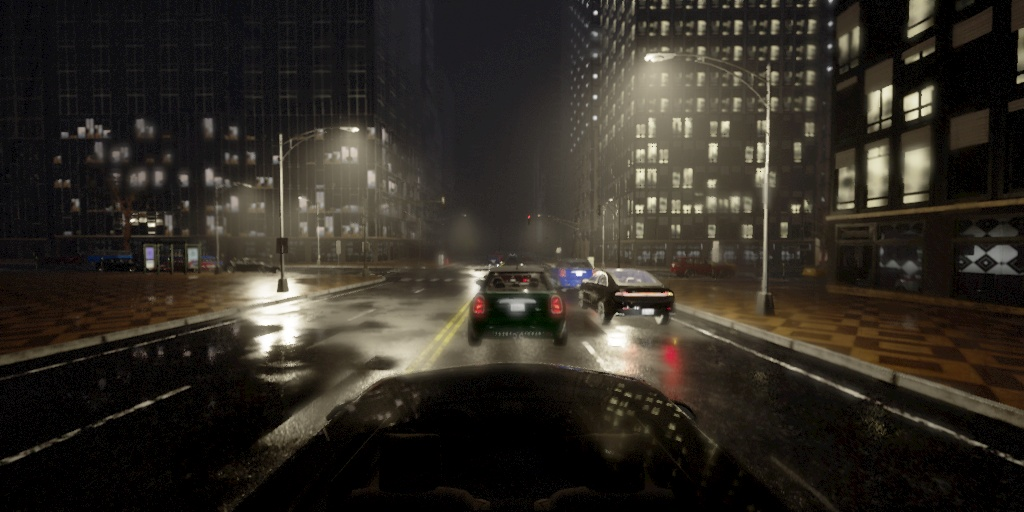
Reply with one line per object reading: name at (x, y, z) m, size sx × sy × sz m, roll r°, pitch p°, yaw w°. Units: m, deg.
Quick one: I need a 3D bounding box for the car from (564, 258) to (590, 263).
car at (3.375, 0.918, 20.130) m, size 2.097 × 1.767 × 4.553 m, roll 0°, pitch 1°, yaw 0°

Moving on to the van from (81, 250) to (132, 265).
van at (-45.237, 0.239, 40.357) m, size 3.998 × 1.789 × 1.690 m, roll 0°, pitch 0°, yaw 1°

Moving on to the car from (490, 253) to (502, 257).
car at (-3.211, 0.633, 64.242) m, size 1.812 × 1.442 × 4.674 m, roll 0°, pitch 1°, yaw 1°

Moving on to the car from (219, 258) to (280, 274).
car at (-22.693, 0.893, 31.365) m, size 4.313 × 1.339 × 1.948 m, roll 0°, pitch 0°, yaw 1°

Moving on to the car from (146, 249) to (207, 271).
car at (-30.966, 0.401, 34.236) m, size 5.566 × 2.045 × 2.150 m, roll 1°, pitch 1°, yaw 1°

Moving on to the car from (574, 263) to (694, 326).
car at (3.363, 1.146, 11.290) m, size 2.128 × 1.511 × 4.902 m, roll 0°, pitch 1°, yaw 0°

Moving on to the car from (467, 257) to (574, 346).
car at (0.111, 1.027, 9.315) m, size 2.097 × 1.767 × 4.553 m, roll 0°, pitch 1°, yaw 0°

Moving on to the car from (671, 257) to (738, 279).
car at (16.232, 0.993, 30.789) m, size 5.009 × 1.841 × 2.192 m, roll 0°, pitch 0°, yaw 1°

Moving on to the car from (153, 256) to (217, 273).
car at (-28.376, 0.856, 31.505) m, size 4.207 × 1.307 × 1.802 m, roll 0°, pitch 0°, yaw 1°

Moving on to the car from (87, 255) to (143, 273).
car at (-34.057, 0.785, 31.685) m, size 4.313 × 1.339 × 1.948 m, roll 0°, pitch 0°, yaw 1°

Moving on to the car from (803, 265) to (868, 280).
car at (27.680, 1.304, 30.578) m, size 4.829 × 1.417 × 1.751 m, roll 0°, pitch 0°, yaw 1°
